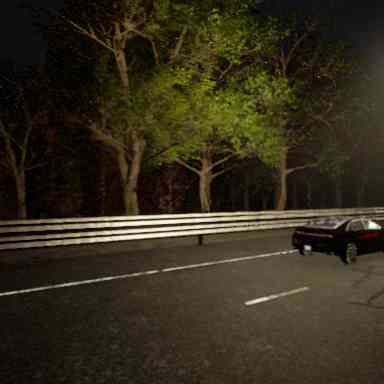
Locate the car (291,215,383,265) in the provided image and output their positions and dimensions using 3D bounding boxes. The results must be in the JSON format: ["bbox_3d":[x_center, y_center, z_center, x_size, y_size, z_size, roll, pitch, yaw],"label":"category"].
[{"bbox_3d":[5.712,1.610,12.201,4.902,1.511,2.128,1,0,-36],"label":"car"}]
